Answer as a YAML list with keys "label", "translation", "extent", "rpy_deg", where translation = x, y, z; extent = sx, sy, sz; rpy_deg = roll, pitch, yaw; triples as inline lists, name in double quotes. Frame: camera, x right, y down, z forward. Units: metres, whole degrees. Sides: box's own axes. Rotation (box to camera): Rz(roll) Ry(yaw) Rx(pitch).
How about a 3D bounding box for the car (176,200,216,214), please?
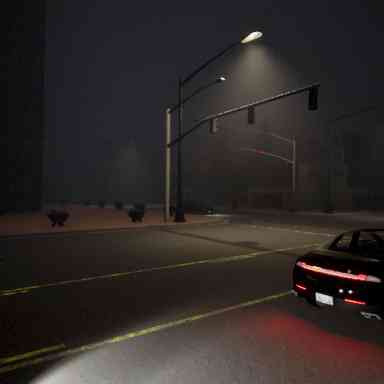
- label: "car"
  translation: [0.265, 1.624, 36.056]
  extent: [2.033, 1.411, 5.357]
  rpy_deg: [1, -1, -35]

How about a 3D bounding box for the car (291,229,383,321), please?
- label: "car"
  translation: [4.098, 1.503, 6.727]
  extent: [4.902, 1.511, 2.128]
  rpy_deg: [0, 0, -35]
